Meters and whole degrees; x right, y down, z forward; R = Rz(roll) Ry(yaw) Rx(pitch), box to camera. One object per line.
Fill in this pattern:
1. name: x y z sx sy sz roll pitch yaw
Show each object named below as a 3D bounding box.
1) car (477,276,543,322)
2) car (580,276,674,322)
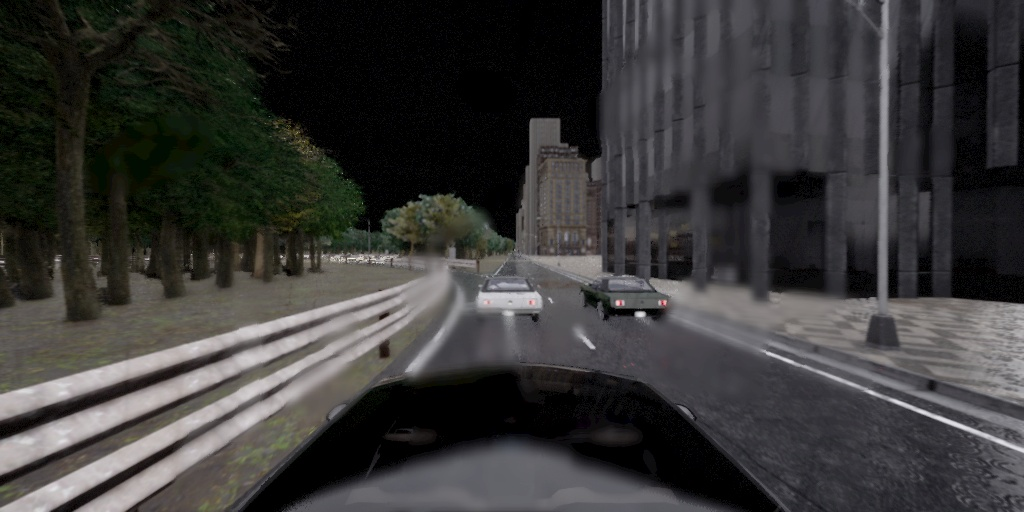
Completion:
1. car: -0.213 1.345 12.314 1.895 1.301 4.718 0 0 -4
2. car: 3.606 1.342 12.266 1.895 1.301 4.718 0 0 0
